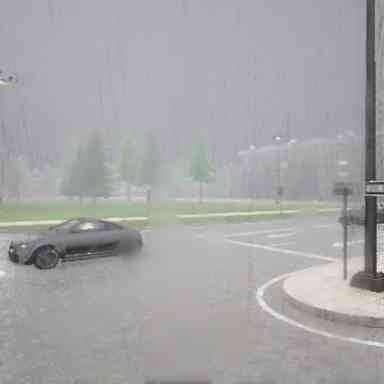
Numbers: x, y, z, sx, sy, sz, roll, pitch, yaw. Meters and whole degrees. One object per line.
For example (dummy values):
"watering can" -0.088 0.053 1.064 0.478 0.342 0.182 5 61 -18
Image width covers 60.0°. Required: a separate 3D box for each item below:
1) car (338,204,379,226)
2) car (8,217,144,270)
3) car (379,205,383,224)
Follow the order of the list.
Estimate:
"car" 12.064 1.539 22.403 5.357 1.411 2.033 0 0 -35
"car" -3.709 1.562 11.049 4.181 1.385 1.994 0 0 -36
"car" 13.012 1.483 18.784 4.902 1.511 2.128 0 0 -35
